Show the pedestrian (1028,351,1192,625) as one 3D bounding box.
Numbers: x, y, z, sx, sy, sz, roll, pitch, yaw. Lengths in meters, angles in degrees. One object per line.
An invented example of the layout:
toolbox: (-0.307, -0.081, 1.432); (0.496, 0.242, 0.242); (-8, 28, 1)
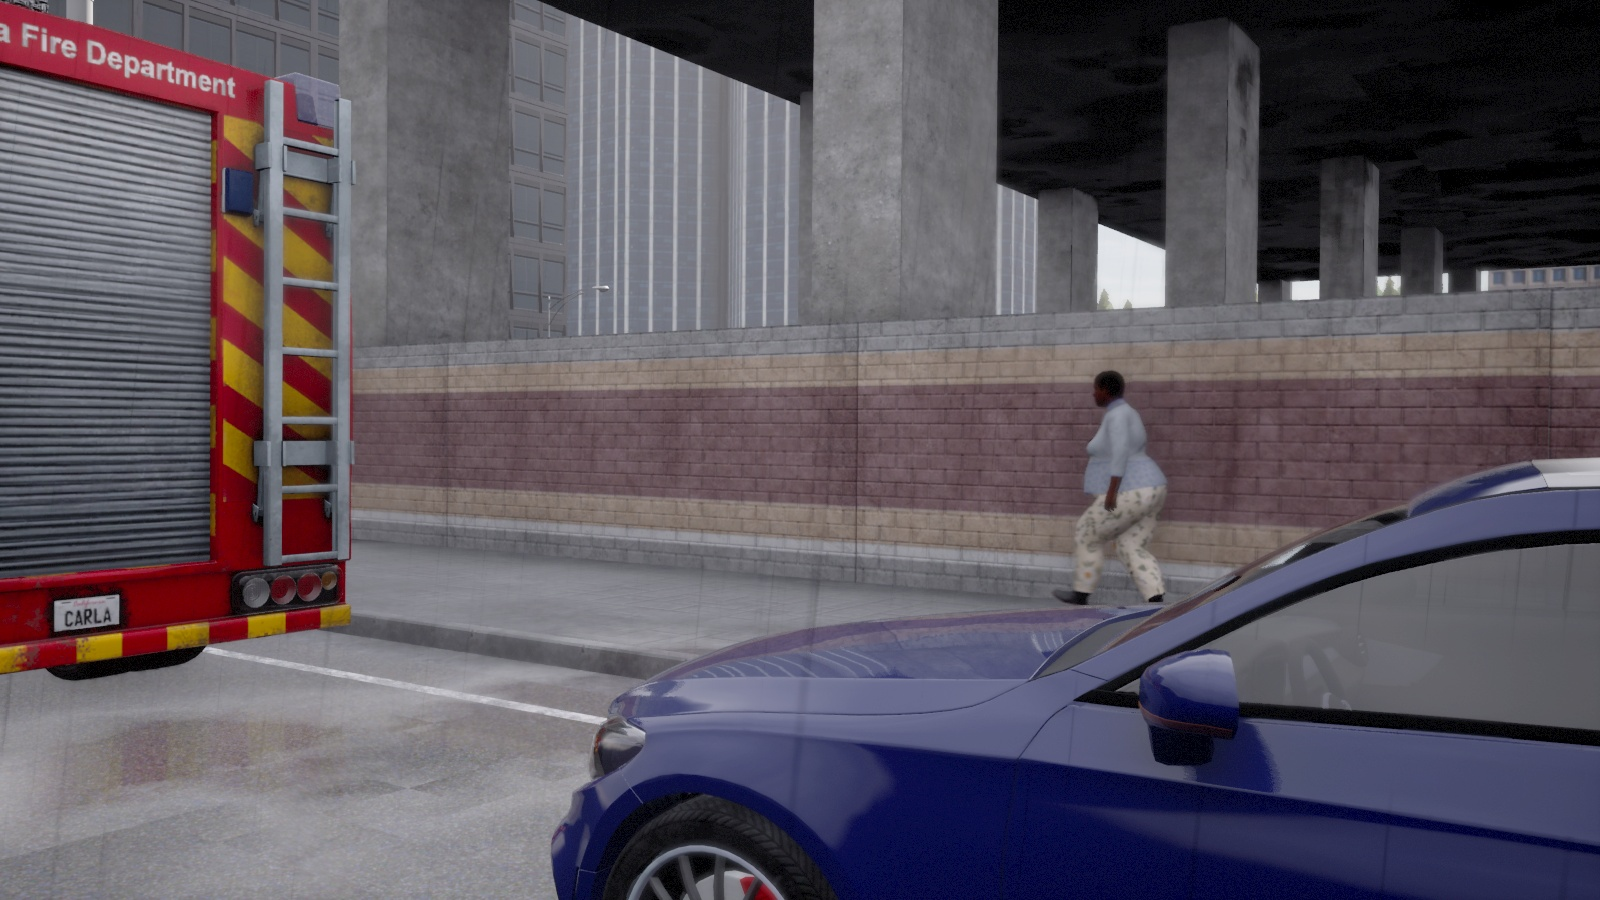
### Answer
pedestrian: (2.253, 0.251, 9.089); (0.900, 1.855, 0.874); (0, 1, 34)

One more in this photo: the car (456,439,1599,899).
car: (1.618, 0.708, 2.546); (4.674, 1.442, 1.812); (0, 1, 33)

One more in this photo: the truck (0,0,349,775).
truck: (-6.880, -0.483, 8.172); (8.468, 3.827, 2.891); (0, 1, 34)
